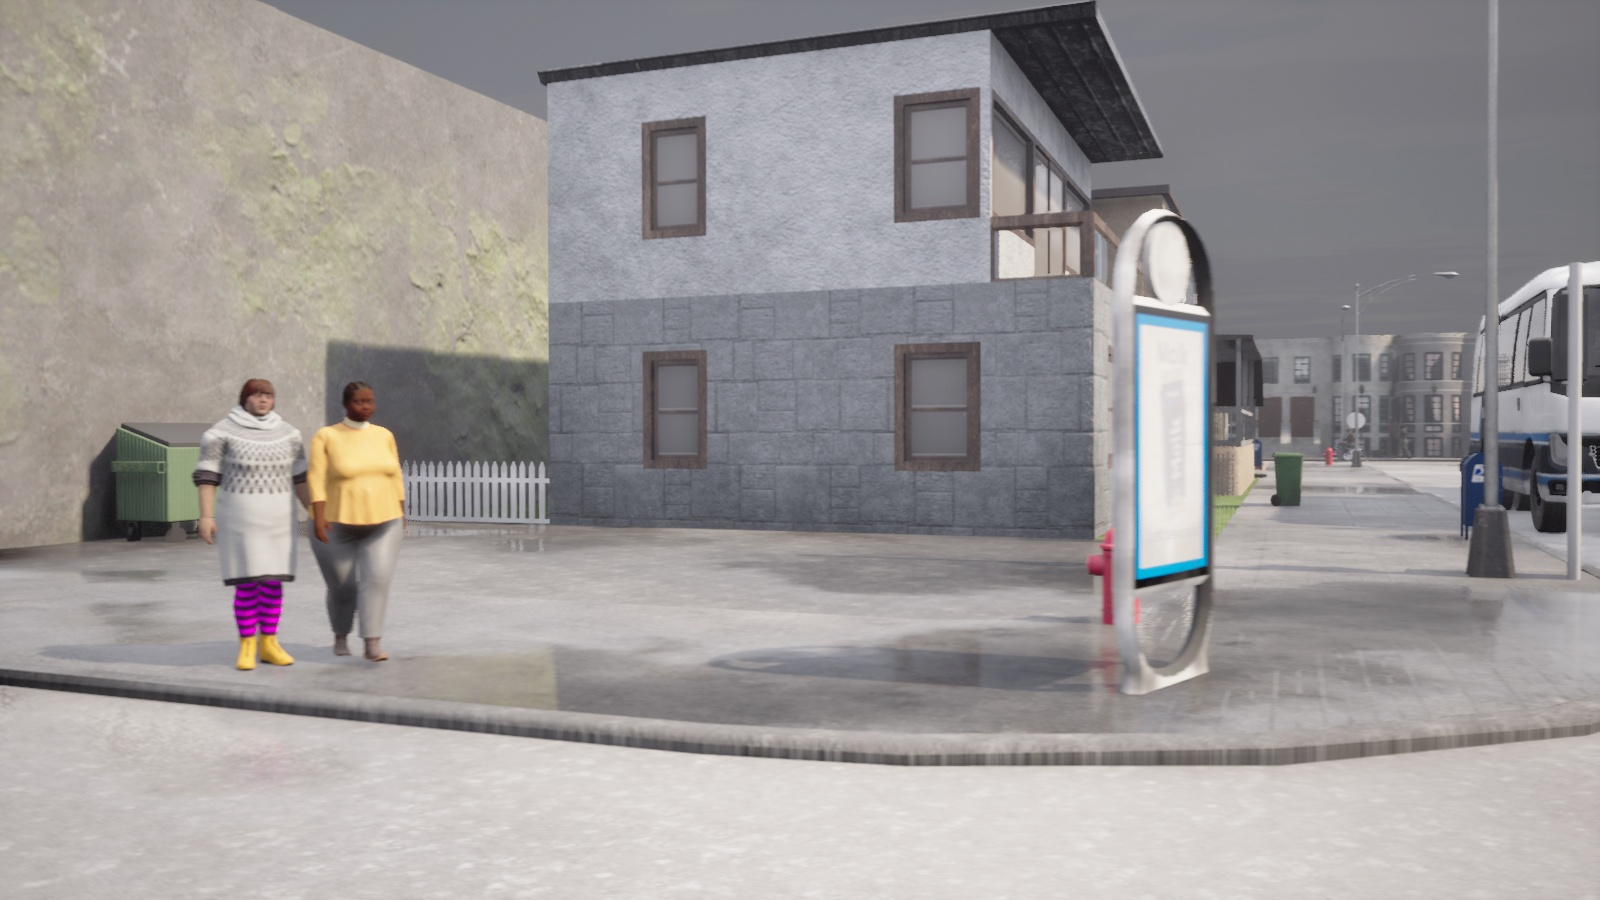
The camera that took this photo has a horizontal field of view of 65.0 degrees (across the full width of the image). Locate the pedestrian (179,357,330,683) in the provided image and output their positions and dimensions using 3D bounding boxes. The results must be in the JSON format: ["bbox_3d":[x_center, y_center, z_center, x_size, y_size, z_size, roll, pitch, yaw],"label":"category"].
[{"bbox_3d":[-3.505,0.412,8.052,0.659,1.952,0.873,0,1,-40],"label":"pedestrian"}]

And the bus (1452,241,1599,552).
[{"bbox_3d":[13.929,-0.778,21.556,3.944,4.253,10.273,1,1,23],"label":"bus"}]

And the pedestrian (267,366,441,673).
[{"bbox_3d":[-2.921,0.413,8.193,0.874,1.855,0.900,0,1,-34],"label":"pedestrian"}]

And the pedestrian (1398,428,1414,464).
[{"bbox_3d":[31.917,-0.215,66.105,0.666,1.930,0.402,1,1,40],"label":"pedestrian"}]
